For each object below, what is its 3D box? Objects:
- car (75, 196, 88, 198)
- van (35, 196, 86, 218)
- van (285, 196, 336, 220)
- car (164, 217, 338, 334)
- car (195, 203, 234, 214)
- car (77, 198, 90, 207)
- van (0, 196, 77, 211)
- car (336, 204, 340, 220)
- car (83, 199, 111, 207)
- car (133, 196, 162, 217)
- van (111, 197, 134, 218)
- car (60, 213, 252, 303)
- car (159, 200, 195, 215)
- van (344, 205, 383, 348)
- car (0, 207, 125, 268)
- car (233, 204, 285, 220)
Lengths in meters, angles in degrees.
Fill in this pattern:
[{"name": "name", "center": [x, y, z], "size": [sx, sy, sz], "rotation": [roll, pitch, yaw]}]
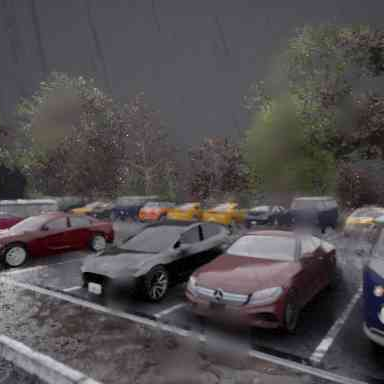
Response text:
[{"name": "car", "center": [-10.936, 1.371, 32.000], "size": [2.435, 2.045, 5.566], "rotation": [-1, -1, 35]}, {"name": "van", "center": [-13.246, 1.431, 33.741], "size": [1.878, 1.987, 4.442], "rotation": [-1, -1, 35]}, {"name": "van", "center": [7.214, 1.256, 19.290], "size": [1.878, 1.987, 4.442], "rotation": [0, 0, 35]}, {"name": "car", "center": [1.729, 1.506, 7.011], "size": [2.002, 1.452, 4.674], "rotation": [0, 0, 35]}, {"name": "car", "center": [2.620, 1.515, 22.385], "size": [2.097, 1.535, 5.008], "rotation": [0, 0, 35]}, {"name": "car", "center": [-8.796, 1.597, 30.228], "size": [1.946, 1.575, 5.366], "rotation": [-1, 0, 35]}, {"name": "van", "center": [-7.277, 1.307, 13.511], "size": [1.878, 1.987, 4.442], "rotation": [0, 0, 35]}, {"name": "car", "center": [9.305, 1.462, 17.444], "size": [1.946, 1.575, 5.366], "rotation": [0, 0, 35]}, {"name": "car", "center": [-6.433, 1.583, 28.777], "size": [2.231, 1.521, 4.892], "rotation": [0, 0, 35]}, {"name": "car", "center": [-1.922, 1.423, 25.561], "size": [2.185, 1.767, 4.553], "rotation": [0, 0, 35]}, {"name": "van", "center": [-4.099, 1.339, 27.280], "size": [1.878, 1.987, 4.442], "rotation": [0, 0, 35]}, {"name": "car", "center": [-0.559, 1.512, 8.586], "size": [2.163, 1.488, 4.792], "rotation": [0, 0, 35]}, {"name": "car", "center": [0.254, 1.532, 24.056], "size": [2.097, 1.535, 5.008], "rotation": [0, 0, 35]}, {"name": "van", "center": [3.926, 1.223, 5.313], "size": [1.878, 1.987, 4.442], "rotation": [0, 0, 35]}, {"name": "car", "center": [-5.072, 1.516, 11.818], "size": [2.097, 1.535, 5.008], "rotation": [0, 0, 35]}, {"name": "car", "center": [4.882, 1.500, 20.786], "size": [2.231, 1.521, 4.892], "rotation": [0, 0, 35]}]
